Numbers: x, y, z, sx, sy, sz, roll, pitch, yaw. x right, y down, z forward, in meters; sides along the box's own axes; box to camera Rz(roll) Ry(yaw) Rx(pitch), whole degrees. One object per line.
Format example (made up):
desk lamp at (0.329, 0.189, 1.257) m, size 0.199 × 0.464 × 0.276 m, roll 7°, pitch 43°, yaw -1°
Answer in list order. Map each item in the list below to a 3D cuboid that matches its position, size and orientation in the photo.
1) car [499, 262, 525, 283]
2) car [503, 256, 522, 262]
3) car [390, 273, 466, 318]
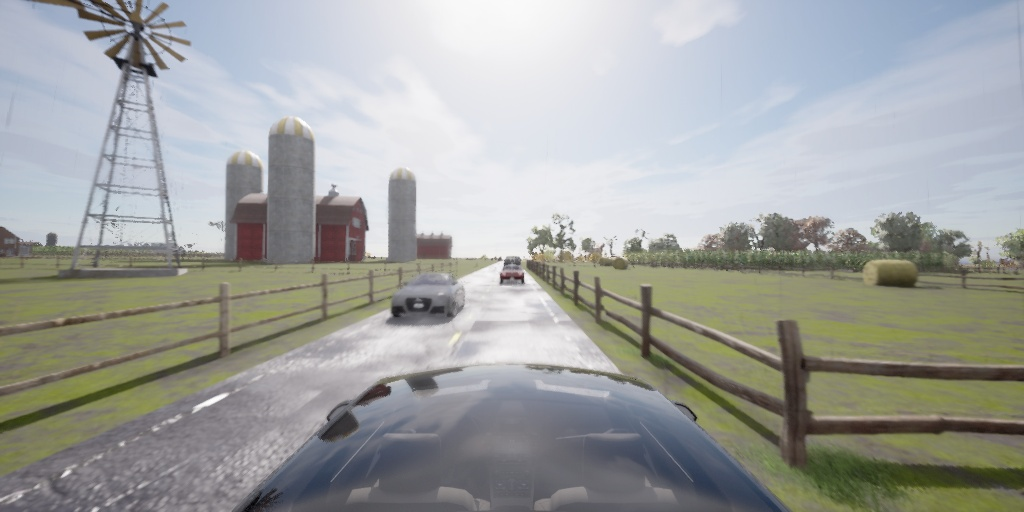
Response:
car at (0.020, 1.355, 28.212) m, size 1.895 × 1.301 × 4.718 m, roll 0°, pitch 0°, yaw 0°
car at (0.057, 0.985, 43.217) m, size 2.150 × 2.045 × 5.566 m, roll 0°, pitch 0°, yaw 0°
car at (-2.834, 1.313, 12.883) m, size 1.994 × 1.385 × 4.181 m, roll 0°, pitch 0°, yaw 0°
